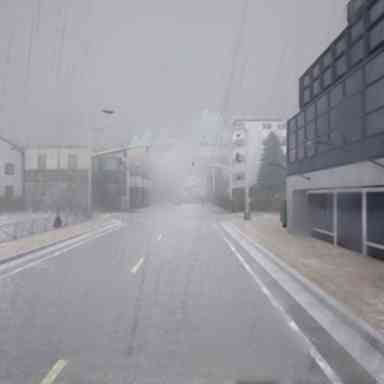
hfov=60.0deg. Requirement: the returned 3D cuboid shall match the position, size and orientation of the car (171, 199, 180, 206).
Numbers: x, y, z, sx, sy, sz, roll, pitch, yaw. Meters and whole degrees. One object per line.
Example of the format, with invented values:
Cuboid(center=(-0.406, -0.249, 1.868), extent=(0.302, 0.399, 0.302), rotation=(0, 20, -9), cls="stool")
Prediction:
Cuboid(center=(-3.512, 2.269, 72.574), extent=(1.882, 1.535, 5.008), rotation=(0, -1, 0), cls="car")
